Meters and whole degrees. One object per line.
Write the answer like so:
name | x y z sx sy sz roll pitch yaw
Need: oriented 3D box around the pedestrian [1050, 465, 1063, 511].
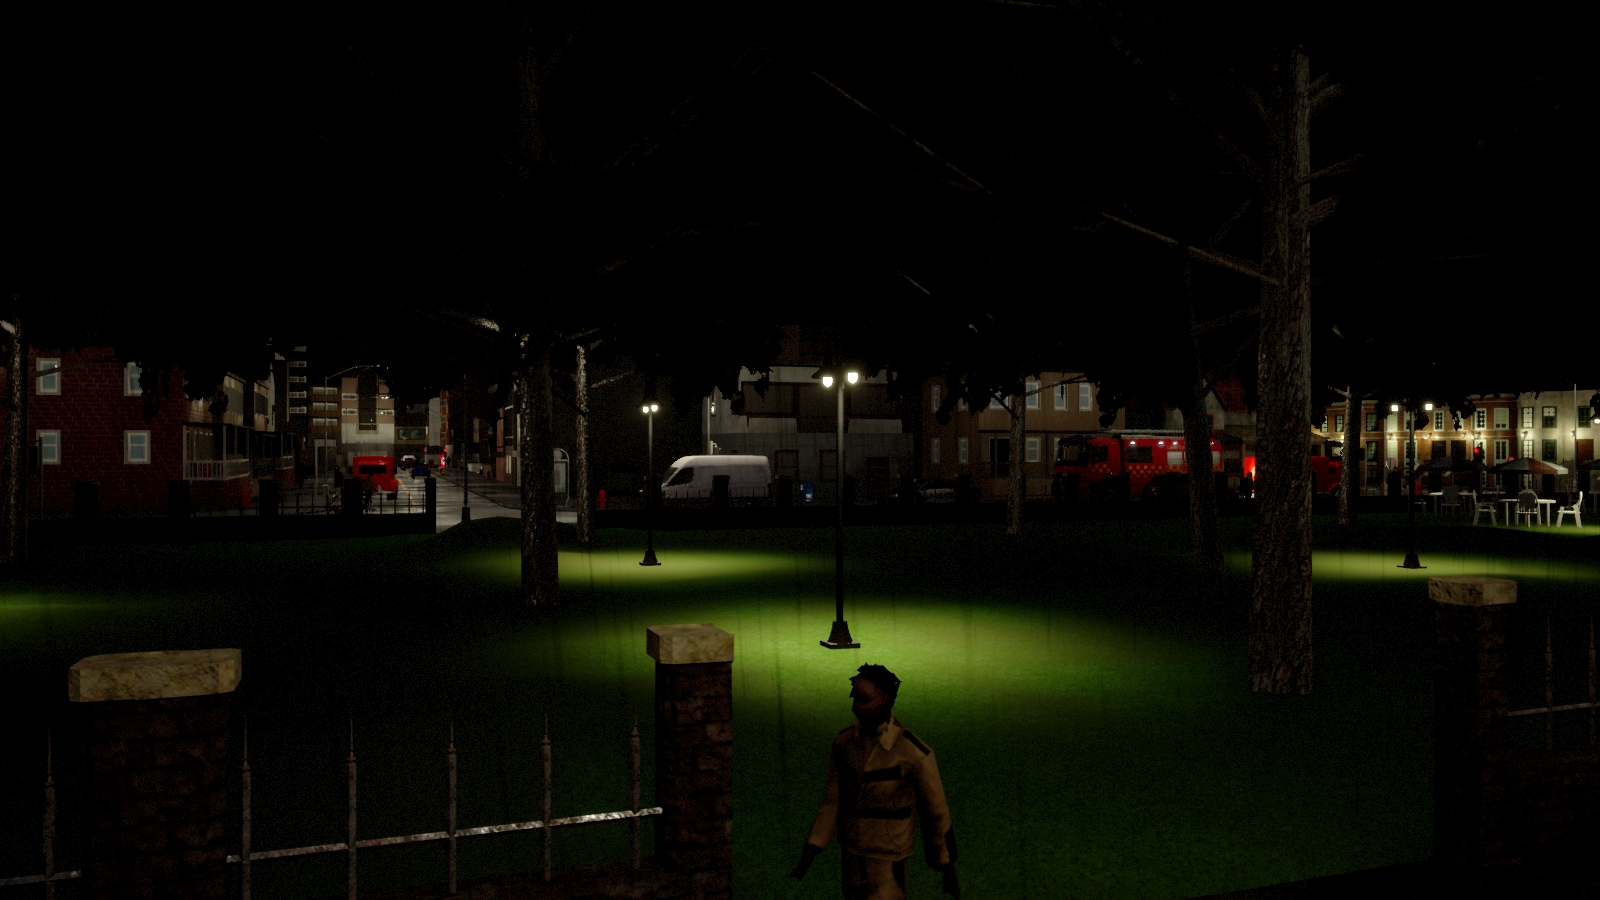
pedestrian | 10.285 1.523 45.873 0.375 1.860 0.375 0 0 -20

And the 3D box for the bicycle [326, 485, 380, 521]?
bicycle | -16.336 1.940 41.816 1.835 1.271 0.329 0 0 -20

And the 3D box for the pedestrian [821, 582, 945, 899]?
pedestrian | 0.355 1.525 4.884 0.375 1.860 0.375 0 0 43
